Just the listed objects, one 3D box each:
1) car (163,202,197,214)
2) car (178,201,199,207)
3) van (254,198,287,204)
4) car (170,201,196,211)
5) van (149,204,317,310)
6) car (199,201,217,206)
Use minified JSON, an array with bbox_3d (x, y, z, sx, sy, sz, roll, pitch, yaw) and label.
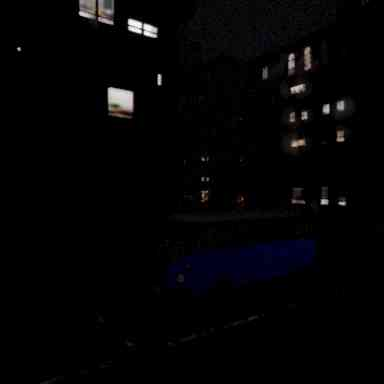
[{"bbox_3d":[-1.560,1.986,41.052,1.895,1.301,4.718,0,-1,-36],"label":"car"},{"bbox_3d":[-1.578,1.779,36.507,1.967,1.590,4.097,-1,0,-36],"label":"car"},{"bbox_3d":[8.601,1.566,36.891,1.690,1.788,3.998,-1,0,-36],"label":"van"},{"bbox_3d":[-1.429,2.069,50.522,1.947,1.339,4.313,-1,0,-36],"label":"car"},{"bbox_3d":[1.058,1.308,7.451,3.998,1.788,1.690,0,0,-36],"label":"van"},{"bbox_3d":[1.770,1.939,46.084,1.752,1.417,4.829,-1,0,-36],"label":"car"}]
